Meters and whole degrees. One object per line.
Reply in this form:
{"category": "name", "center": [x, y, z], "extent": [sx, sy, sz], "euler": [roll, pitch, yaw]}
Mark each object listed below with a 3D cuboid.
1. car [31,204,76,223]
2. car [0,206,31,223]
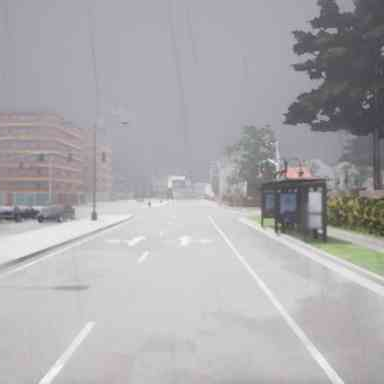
{"category": "car", "center": [-11.519, 1.779, 28.538], "extent": [1.837, 1.490, 4.892], "euler": [0, -1, 0]}
{"category": "car", "center": [-15.018, 1.869, 28.726], "extent": [1.895, 1.301, 4.718], "euler": [0, -1, 0]}
